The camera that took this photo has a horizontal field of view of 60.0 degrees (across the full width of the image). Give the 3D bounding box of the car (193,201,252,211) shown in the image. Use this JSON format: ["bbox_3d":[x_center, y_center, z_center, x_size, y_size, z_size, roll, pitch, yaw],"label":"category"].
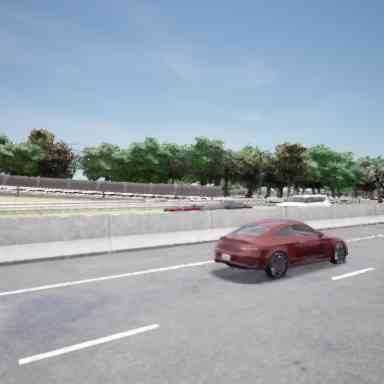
[{"bbox_3d":[2.843,1.502,27.507,5.008,1.535,1.882,0,0,-35],"label":"car"}]

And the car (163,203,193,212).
[{"bbox_3d":[-0.221,1.623,29.621,4.718,1.301,1.895,0,0,-35],"label":"car"}]

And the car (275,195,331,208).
[{"bbox_3d":[9.327,1.256,27.832,5.566,2.045,2.150,0,0,-35],"label":"car"}]

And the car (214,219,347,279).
[{"bbox_3d":[2.759,1.534,10.026,4.674,1.442,1.812,0,0,-36],"label":"car"}]
